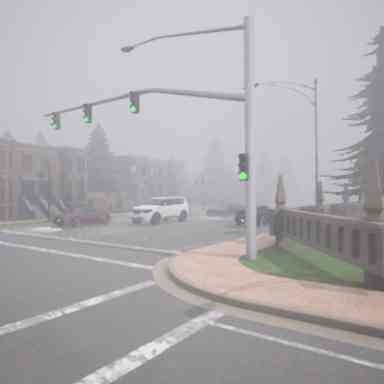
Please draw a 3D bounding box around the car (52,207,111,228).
[{"bbox_3d":[-7.987,1.781,24.399,1.994,1.385,4.181,-1,0,35],"label":"car"}]

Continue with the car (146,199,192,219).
[{"bbox_3d":[-2.165,1.568,32.558,2.097,1.767,4.553,-1,0,36],"label":"car"}]

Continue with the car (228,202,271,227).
[{"bbox_3d":[4.800,1.641,24.095,1.837,1.490,4.892,-1,-1,35],"label":"car"}]

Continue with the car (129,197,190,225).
[{"bbox_3d":[-2.438,1.401,26.176,2.150,2.045,5.566,-1,0,35],"label":"car"}]

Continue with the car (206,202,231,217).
[{"bbox_3d":[3.566,1.726,34.526,2.033,1.411,5.357,-1,0,36],"label":"car"}]
